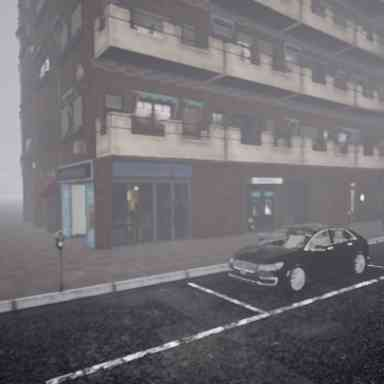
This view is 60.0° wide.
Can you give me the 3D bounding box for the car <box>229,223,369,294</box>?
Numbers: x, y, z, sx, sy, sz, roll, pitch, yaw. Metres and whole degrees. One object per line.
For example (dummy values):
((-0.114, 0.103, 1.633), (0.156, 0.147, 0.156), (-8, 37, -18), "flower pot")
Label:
((2.912, 1.535, 8.646), (4.403, 1.369, 2.008), (0, -1, -35), "car")
